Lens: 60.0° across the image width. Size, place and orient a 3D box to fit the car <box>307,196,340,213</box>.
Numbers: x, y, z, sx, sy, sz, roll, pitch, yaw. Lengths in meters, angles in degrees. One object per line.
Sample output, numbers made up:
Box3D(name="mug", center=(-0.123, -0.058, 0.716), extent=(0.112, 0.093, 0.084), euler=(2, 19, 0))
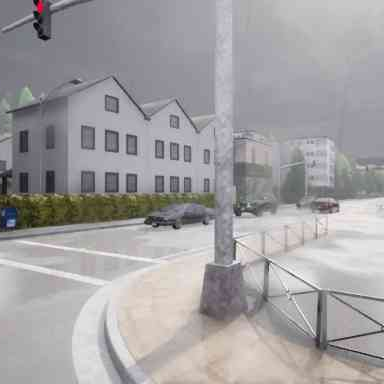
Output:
Box3D(name="car", center=(13.516, 1.289, 33.608), extent=(1.882, 1.535, 5.008), euler=(0, 0, 35))

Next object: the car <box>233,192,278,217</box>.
Box3D(name="car", center=(5.646, 1.034, 28.894), extent=(2.150, 2.045, 5.566), euler=(0, 0, 35))

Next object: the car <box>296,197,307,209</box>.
Box3D(name="car", center=(14.385, 1.306, 41.064), extent=(2.128, 1.511, 4.902), euler=(0, 0, 35))

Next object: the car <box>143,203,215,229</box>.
Box3D(name="car", center=(-0.511, 1.360, 20.206), extent=(2.033, 1.411, 5.357), euler=(0, 0, 35))
